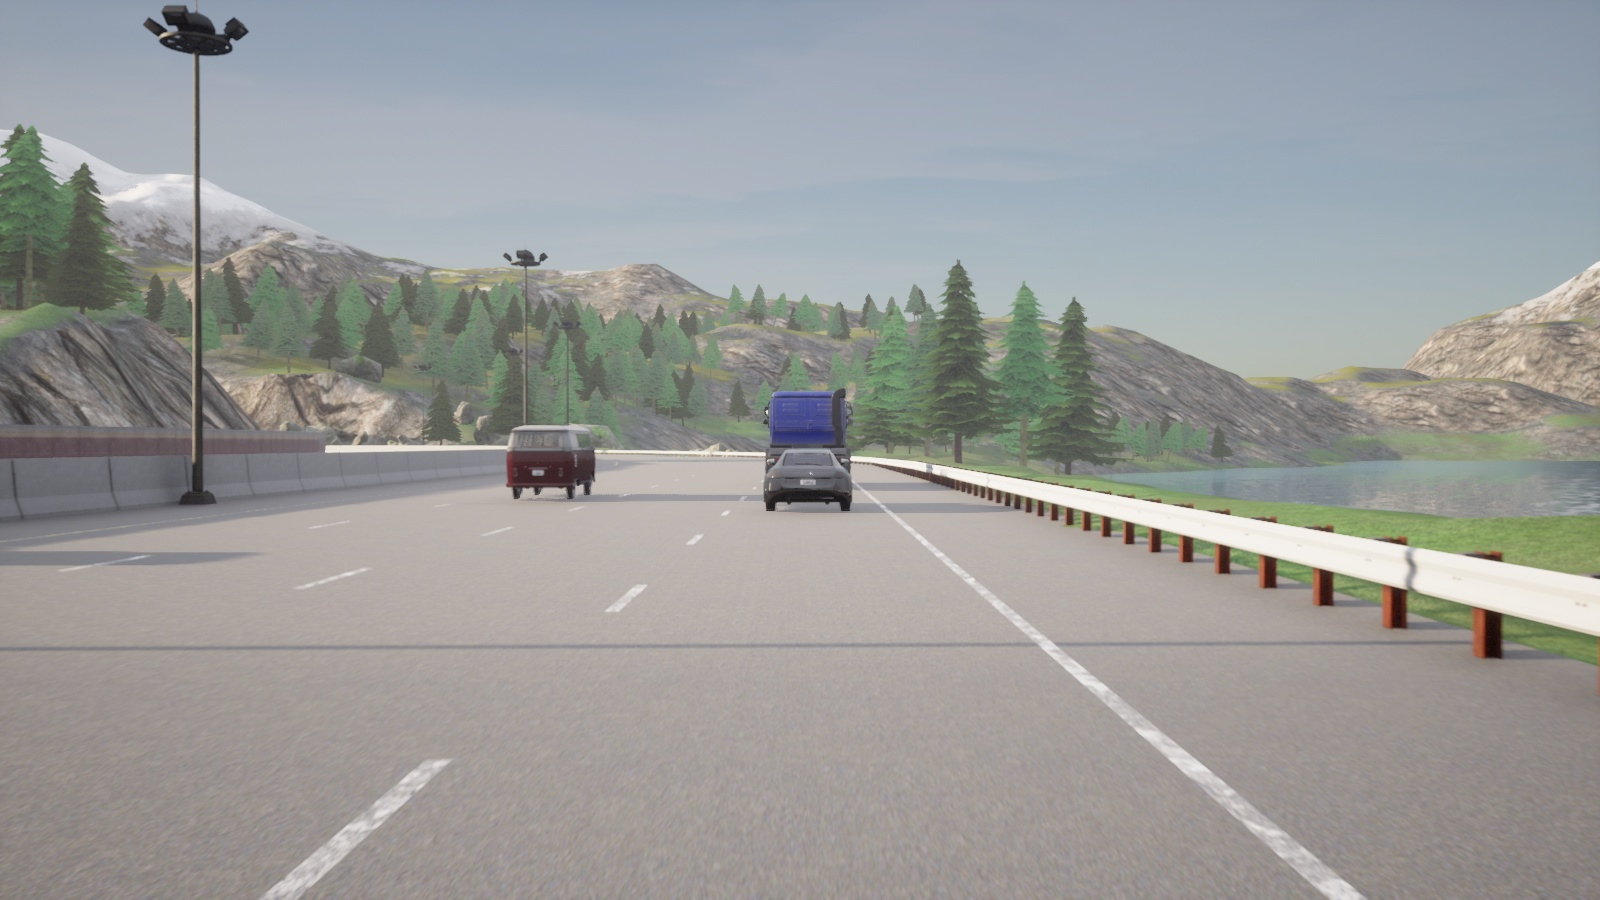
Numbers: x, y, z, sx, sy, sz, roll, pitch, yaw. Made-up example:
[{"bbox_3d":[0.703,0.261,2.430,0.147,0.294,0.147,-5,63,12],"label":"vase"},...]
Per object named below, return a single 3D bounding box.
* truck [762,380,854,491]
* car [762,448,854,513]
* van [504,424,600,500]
[{"bbox_3d":[0.265,-0.480,43.431,2.891,3.462,7.936,0,0,0],"label":"truck"},{"bbox_3d":[0.183,0.647,29.135,1.994,1.385,4.181,0,0,0],"label":"car"},{"bbox_3d":[-6.784,0.298,34.800,1.775,1.987,4.442,0,0,0],"label":"van"}]
